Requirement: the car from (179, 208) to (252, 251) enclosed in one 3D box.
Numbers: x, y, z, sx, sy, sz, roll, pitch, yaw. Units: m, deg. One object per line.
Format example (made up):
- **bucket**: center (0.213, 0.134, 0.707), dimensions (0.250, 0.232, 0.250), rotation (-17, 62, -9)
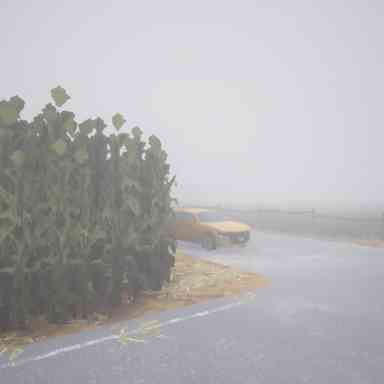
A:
- **car**: center (0.387, 1.478, 14.443), dimensions (1.882, 1.535, 5.008), rotation (0, 0, -36)
